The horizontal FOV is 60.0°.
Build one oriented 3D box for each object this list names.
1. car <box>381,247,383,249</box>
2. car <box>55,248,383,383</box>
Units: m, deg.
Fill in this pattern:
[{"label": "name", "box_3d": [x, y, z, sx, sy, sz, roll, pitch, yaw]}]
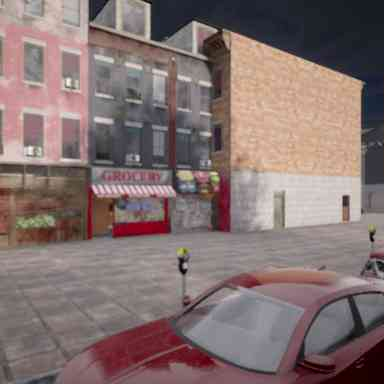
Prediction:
[{"label": "car", "box_3d": [5.497, 1.339, 6.732, 5.009, 1.841, 2.192, 0, 0, -36]}, {"label": "car", "box_3d": [0.928, 1.552, 3.472, 4.507, 1.381, 1.887, 0, 0, -36]}]
